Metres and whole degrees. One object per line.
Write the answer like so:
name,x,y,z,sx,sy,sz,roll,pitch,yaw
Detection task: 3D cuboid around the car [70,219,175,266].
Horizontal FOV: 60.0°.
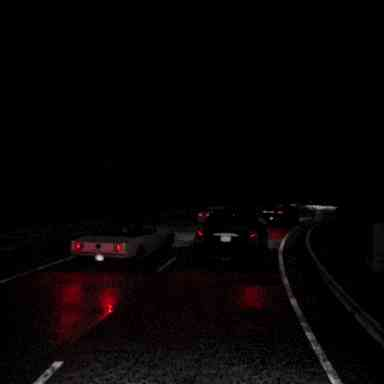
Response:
car,-2.096,1.610,11.721,1.895,1.301,4.718,0,0,15

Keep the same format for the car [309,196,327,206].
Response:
car,22.038,1.536,57.231,4.892,1.490,1.837,-1,1,-42

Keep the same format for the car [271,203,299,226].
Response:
car,6.521,1.563,24.341,2.128,1.511,4.902,1,0,30

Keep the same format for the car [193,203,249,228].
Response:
car,2.252,1.577,23.939,2.033,1.411,5.357,1,0,28

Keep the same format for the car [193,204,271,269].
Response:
car,1.520,1.377,11.643,2.097,1.767,4.553,0,0,15

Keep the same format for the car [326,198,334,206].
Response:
car,24.564,1.685,54.804,4.718,1.301,1.895,0,1,-42
